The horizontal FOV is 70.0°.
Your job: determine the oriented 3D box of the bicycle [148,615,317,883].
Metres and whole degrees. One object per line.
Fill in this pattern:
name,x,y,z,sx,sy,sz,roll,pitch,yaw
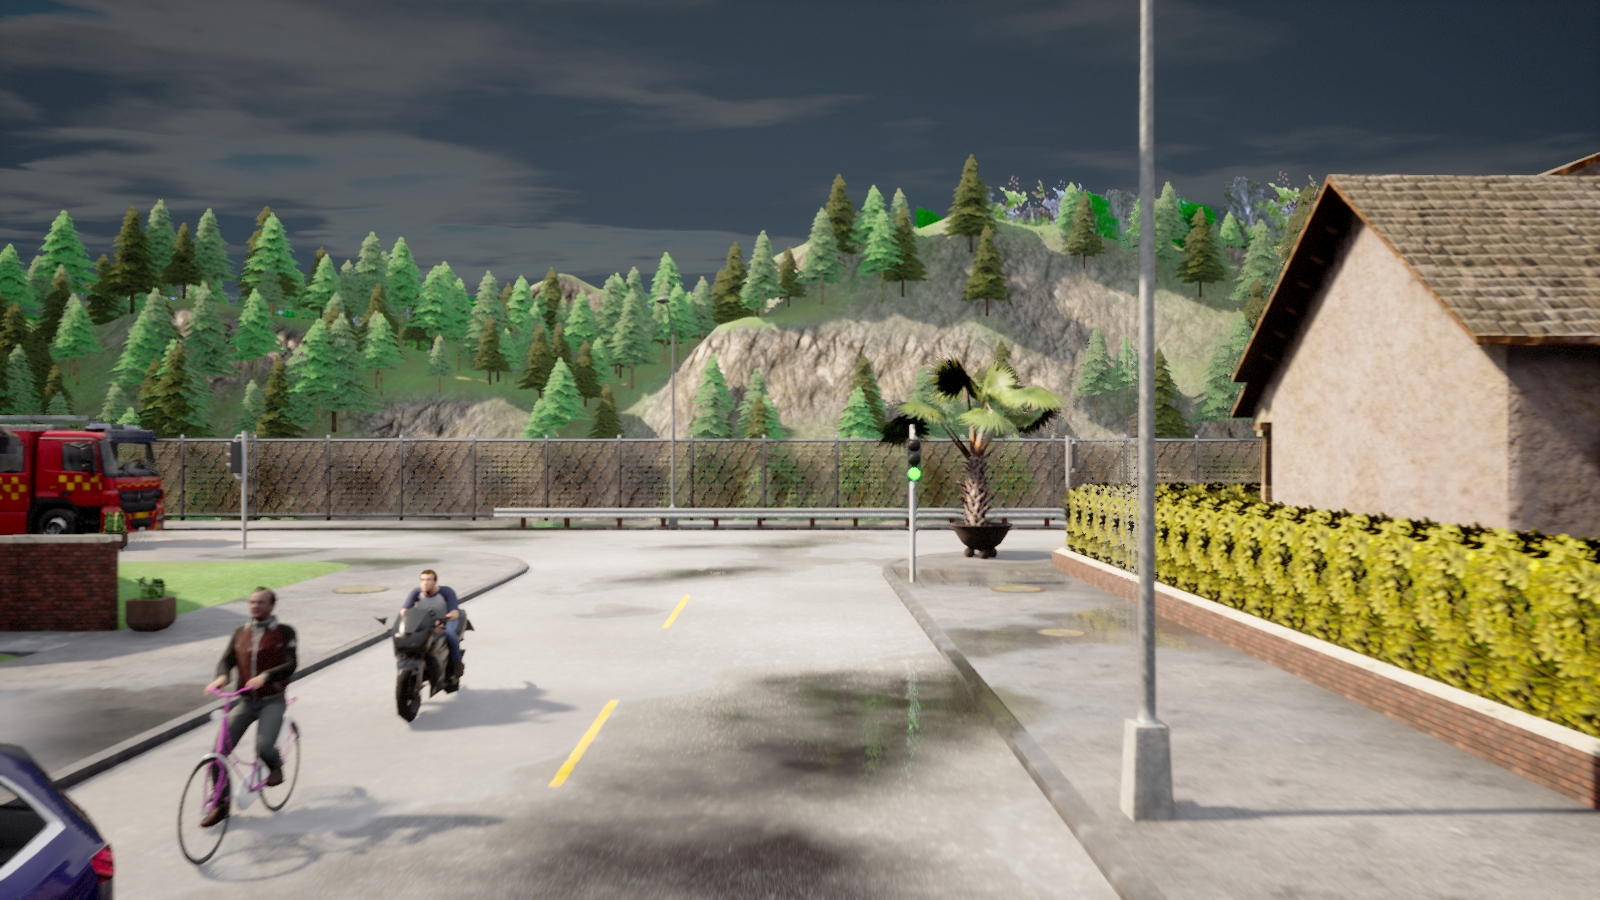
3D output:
bicycle,-4.052,2.060,8.295,0.329,1.471,1.835,0,0,-1

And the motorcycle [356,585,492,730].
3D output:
motorcycle,-4.017,2.186,12.387,0.803,1.199,2.033,0,0,0

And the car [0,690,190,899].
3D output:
car,-3.978,1.967,3.078,2.242,1.667,4.611,0,0,-1

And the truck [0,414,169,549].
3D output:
truck,-23.655,0.890,33.695,8.468,3.827,2.891,0,0,-1
